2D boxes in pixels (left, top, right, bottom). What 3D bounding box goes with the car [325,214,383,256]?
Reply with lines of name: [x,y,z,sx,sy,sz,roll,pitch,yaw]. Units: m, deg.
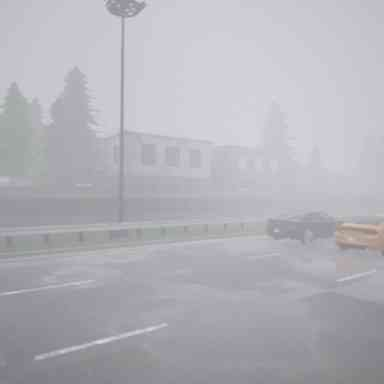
car: [7.942,1.636,13.798,5.008,1.535,1.882,0,0,-35]

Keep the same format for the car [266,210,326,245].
car: [5.910,1.636,16.648,5.008,1.535,1.882,0,0,-35]
